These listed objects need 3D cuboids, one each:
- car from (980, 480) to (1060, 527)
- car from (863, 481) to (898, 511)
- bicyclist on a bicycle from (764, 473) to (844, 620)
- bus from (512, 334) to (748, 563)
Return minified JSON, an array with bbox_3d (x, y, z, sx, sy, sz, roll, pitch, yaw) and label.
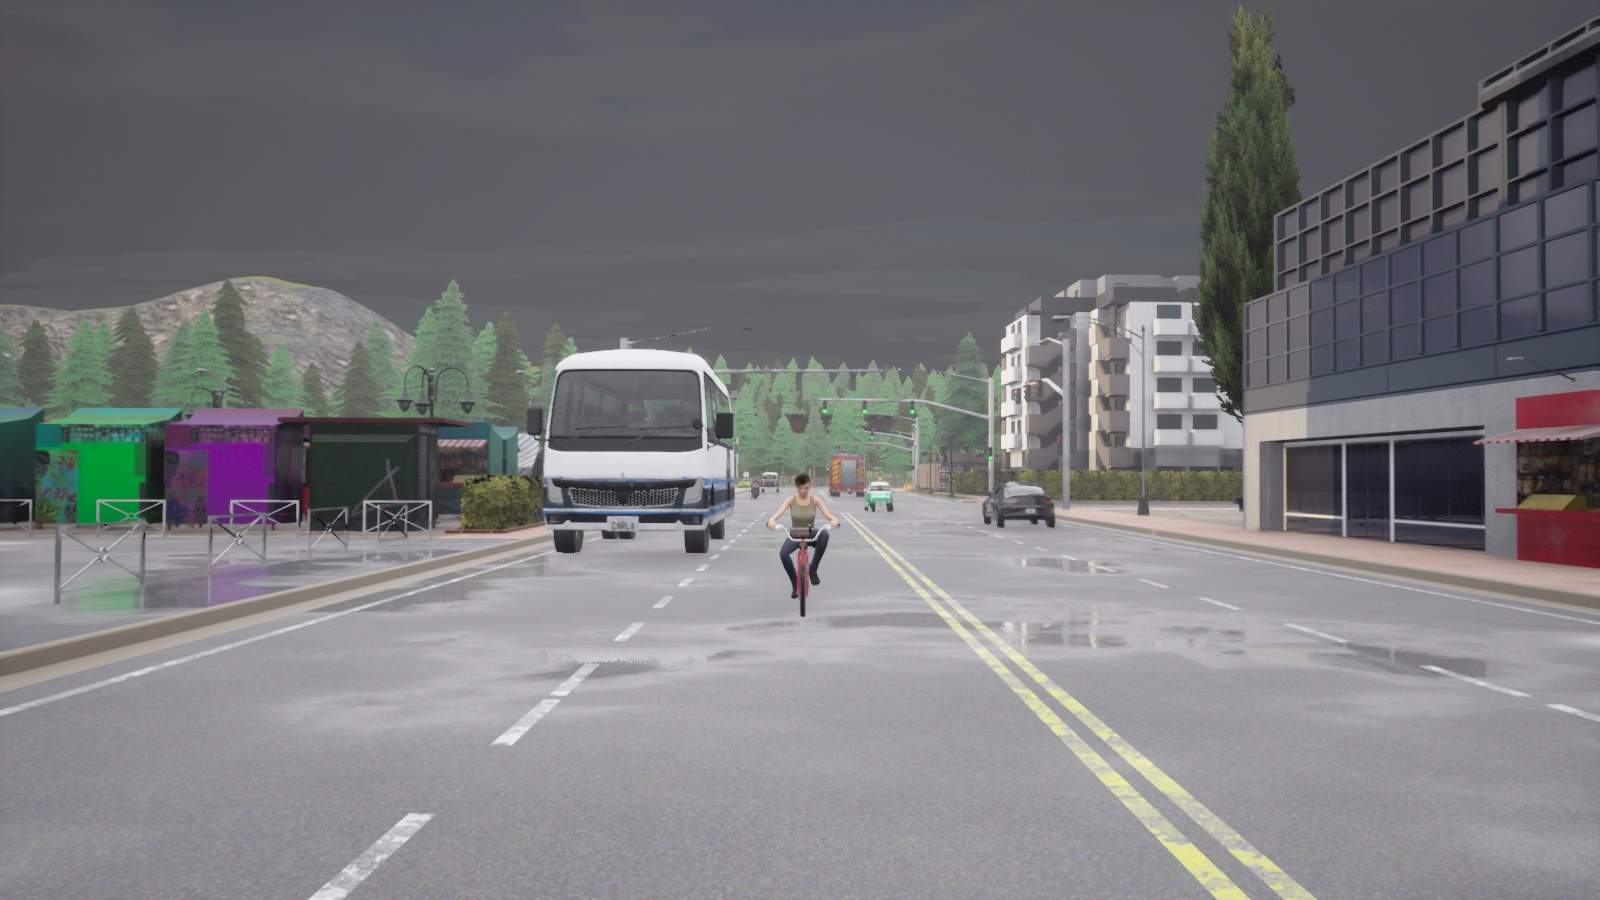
[{"bbox_3d":[7.167,1.712,41.291,1.812,1.442,4.674,0,-1,0],"label":"car"},{"bbox_3d":[3.746,2.134,58.825,1.481,1.376,2.207,0,-1,0],"label":"car"},{"bbox_3d":[0.046,1.073,14.532,0.866,1.612,1.509,0,-1,0],"label":"bicyclist on a bicycle"},{"bbox_3d":[-3.395,0.078,28.613,3.944,4.253,10.273,0,-1,0],"label":"bus"}]
